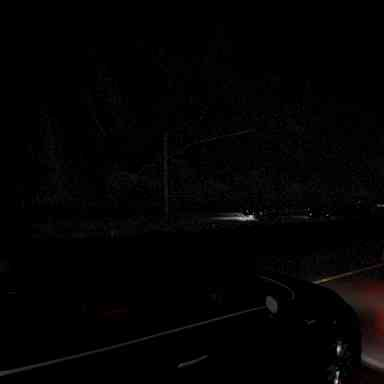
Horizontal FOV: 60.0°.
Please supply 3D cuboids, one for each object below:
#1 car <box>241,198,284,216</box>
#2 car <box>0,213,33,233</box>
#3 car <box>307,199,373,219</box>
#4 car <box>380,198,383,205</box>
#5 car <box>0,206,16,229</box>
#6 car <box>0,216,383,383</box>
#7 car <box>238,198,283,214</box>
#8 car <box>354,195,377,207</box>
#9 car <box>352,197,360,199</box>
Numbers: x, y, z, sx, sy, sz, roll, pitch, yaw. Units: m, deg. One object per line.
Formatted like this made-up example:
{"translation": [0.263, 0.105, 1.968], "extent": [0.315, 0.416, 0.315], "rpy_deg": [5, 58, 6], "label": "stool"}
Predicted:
{"translation": [6.449, 1.510, 30.295], "extent": [4.181, 1.385, 1.994], "rpy_deg": [0, 0, -36], "label": "car"}
{"translation": [-9.600, 1.602, 14.337], "extent": [4.718, 1.301, 1.895], "rpy_deg": [0, 0, -36], "label": "car"}
{"translation": [10.997, 1.489, 24.948], "extent": [5.357, 1.411, 2.033], "rpy_deg": [0, 0, -36], "label": "car"}
{"translation": [32.318, 1.287, 53.459], "extent": [5.357, 1.411, 2.033], "rpy_deg": [0, 0, -36], "label": "car"}
{"translation": [-13.481, 1.601, 20.169], "extent": [4.718, 1.301, 1.895], "rpy_deg": [0, 0, -36], "label": "car"}
{"translation": [-0.128, 1.351, 3.654], "extent": [4.553, 1.767, 2.097], "rpy_deg": [0, 0, -36], "label": "car"}
{"translation": [7.288, 1.429, 35.240], "extent": [4.892, 1.490, 1.837], "rpy_deg": [0, 0, -36], "label": "car"}
{"translation": [20.474, 1.195, 40.525], "extent": [4.553, 1.767, 2.097], "rpy_deg": [0, 0, -36], "label": "car"}
{"translation": [12.895, 1.460, 30.664], "extent": [5.357, 1.411, 2.033], "rpy_deg": [0, 0, -36], "label": "car"}
